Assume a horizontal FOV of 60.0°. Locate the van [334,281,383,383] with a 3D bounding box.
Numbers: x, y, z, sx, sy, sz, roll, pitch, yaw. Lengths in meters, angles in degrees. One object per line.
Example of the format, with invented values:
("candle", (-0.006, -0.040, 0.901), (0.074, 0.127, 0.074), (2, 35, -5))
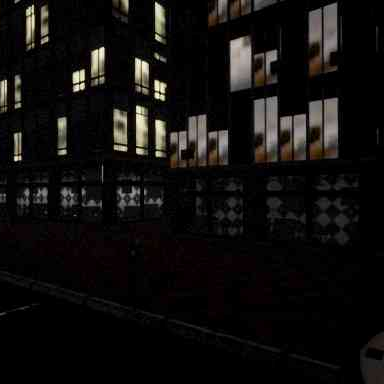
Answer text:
("van", (2.538, 1.341, 1.074), (3.998, 1.788, 1.690), (0, 0, 35))
